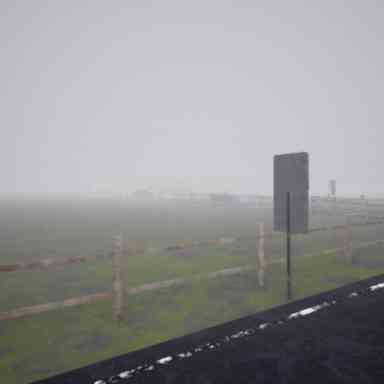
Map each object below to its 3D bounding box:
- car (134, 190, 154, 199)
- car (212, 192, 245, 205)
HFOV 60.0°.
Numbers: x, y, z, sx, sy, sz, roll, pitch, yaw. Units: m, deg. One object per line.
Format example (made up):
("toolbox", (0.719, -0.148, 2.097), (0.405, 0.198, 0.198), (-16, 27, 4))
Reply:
("car", (-8.616, 0.330, 59.200), (1.882, 1.535, 5.008), (0, 1, -35))
("car", (4.436, 0.747, 40.770), (2.128, 1.511, 4.902), (0, 1, -35))
